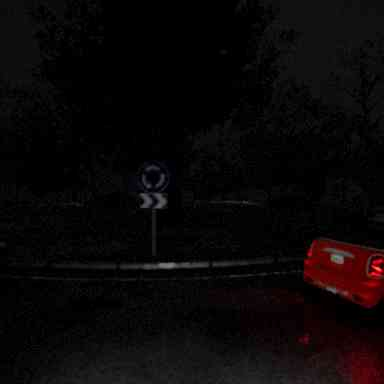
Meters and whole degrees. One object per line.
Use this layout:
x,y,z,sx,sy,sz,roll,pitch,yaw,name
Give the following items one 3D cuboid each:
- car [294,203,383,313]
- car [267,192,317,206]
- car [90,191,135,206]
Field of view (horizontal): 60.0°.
4.610,1.188,6.677,4.553,1.767,2.097,-1,2,-19,car
9.674,0.695,32.507,2.128,1.511,4.902,-1,2,-41,car
-8.522,0.652,35.905,4.674,1.442,1.812,-1,1,-21,car
